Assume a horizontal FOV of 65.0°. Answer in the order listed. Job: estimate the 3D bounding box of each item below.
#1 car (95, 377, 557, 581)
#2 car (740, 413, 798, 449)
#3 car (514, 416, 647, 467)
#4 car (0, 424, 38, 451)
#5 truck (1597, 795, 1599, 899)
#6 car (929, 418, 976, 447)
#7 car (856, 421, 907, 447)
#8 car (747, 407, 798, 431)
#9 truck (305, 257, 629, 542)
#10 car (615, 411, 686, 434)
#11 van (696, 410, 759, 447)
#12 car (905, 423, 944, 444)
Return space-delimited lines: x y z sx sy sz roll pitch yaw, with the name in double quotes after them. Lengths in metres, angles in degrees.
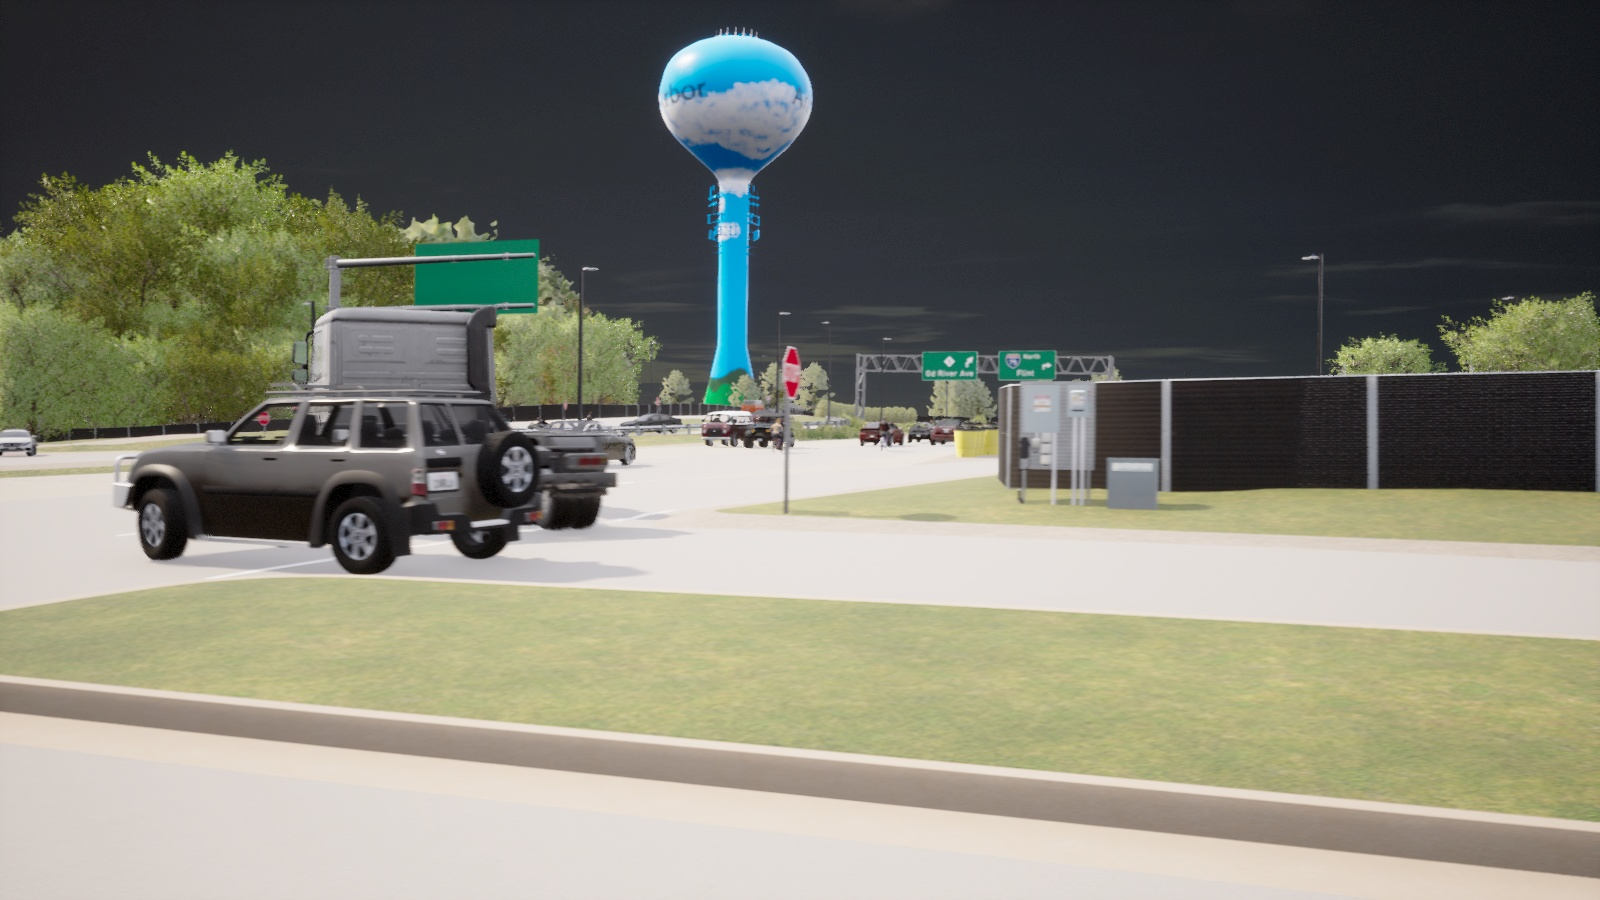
-5.043 0.208 13.297 4.605 1.855 1.932 1 1 26 "car"
-1.624 -1.045 67.857 1.905 1.878 3.866 1 1 18 "car"
-6.962 -0.301 40.467 2.128 1.511 4.902 1 1 18 "car"
-43.327 -0.724 69.369 1.812 1.442 4.674 -1 2 -28 "car"
5.800 -0.101 1.239 7.936 3.462 2.891 1 1 19 "truck"
9.750 -1.114 80.029 2.097 1.767 4.553 1 1 18 "car"
5.041 -0.986 76.924 1.882 1.535 5.008 1 1 18 "car"
-2.090 -2.469 98.087 2.097 1.767 4.553 1 3 27 "car"
-5.511 -0.711 19.432 2.891 3.462 7.936 0 2 -30 "truck"
-10.937 -2.014 92.246 5.008 1.535 1.882 -3 3 -43 "car"
-4.077 -1.247 71.591 2.069 2.038 4.480 1 2 18 "van"
8.790 -1.178 88.316 1.816 1.474 4.193 1 2 18 "car"
